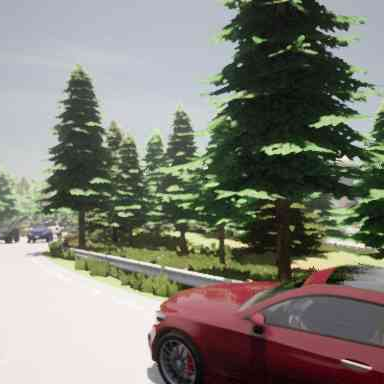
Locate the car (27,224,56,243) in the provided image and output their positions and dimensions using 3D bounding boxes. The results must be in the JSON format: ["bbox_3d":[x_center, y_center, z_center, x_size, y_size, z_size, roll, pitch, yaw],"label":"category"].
[{"bbox_3d":[-14.630,4.118,32.176,1.812,1.442,4.674,-1,-6,-17],"label":"car"}]

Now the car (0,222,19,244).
[{"bbox_3d":[-17.795,3.846,31.178,2.150,2.045,5.566,-1,-6,-17],"label":"car"}]

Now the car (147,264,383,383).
[{"bbox_3d":[1.602,1.529,3.453,4.674,1.442,1.812,0,0,38],"label":"car"}]

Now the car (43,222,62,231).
[{"bbox_3d":[-17.634,4.797,41.790,2.150,2.045,5.566,-1,-5,-18],"label":"car"}]
